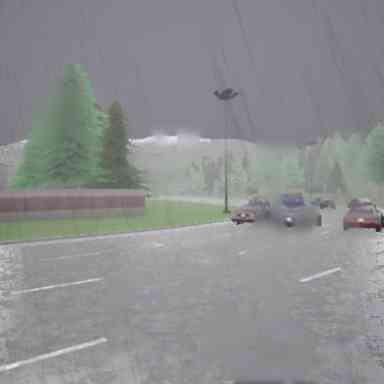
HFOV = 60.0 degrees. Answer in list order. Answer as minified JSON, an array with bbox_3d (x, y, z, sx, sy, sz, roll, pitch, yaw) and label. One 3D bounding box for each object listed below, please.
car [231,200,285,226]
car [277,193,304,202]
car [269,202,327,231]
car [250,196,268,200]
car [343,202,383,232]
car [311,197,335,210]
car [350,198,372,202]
[{"bbox_3d":[4.532,1.533,23.230,2.033,1.411,5.357,0,0,31],"label":"car"},{"bbox_3d":[12.842,1.171,43.829,2.150,2.045,5.566,0,0,-5],"label":"car"},{"bbox_3d":[6.670,1.538,20.633,1.994,1.385,4.181,0,0,35],"label":"car"},{"bbox_3d":[9.022,1.323,45.238,2.097,1.767,4.553,0,0,-6],"label":"car"},{"bbox_3d":[10.402,1.519,20.105,1.994,1.385,4.181,0,0,32],"label":"car"},{"bbox_3d":[16.265,1.437,41.716,1.837,1.490,4.892,0,0,0],"label":"car"},{"bbox_3d":[19.895,1.440,39.346,1.812,1.442,4.674,0,0,6],"label":"car"}]
